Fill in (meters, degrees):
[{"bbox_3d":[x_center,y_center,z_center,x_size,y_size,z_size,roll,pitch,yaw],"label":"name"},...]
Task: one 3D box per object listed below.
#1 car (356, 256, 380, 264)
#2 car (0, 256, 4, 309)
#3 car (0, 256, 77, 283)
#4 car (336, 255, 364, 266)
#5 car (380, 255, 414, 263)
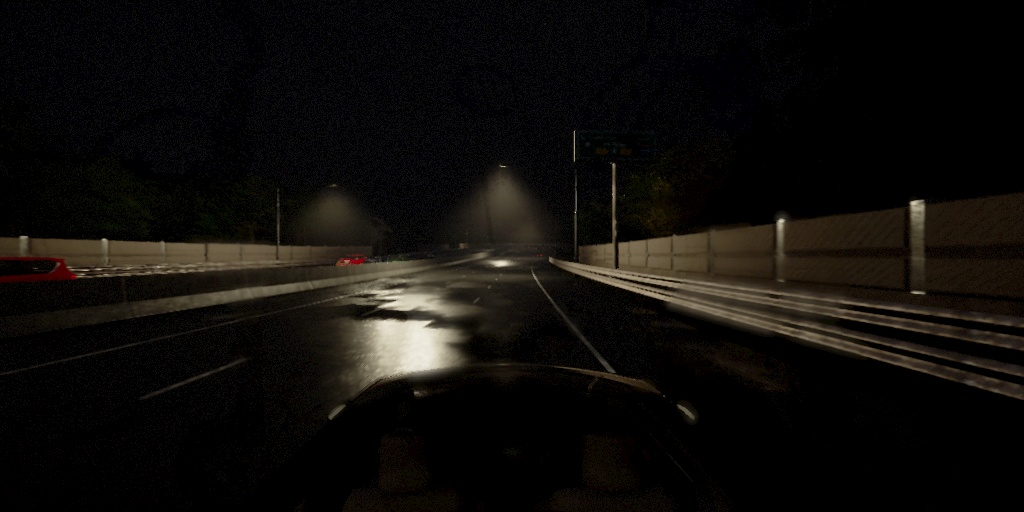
[{"bbox_3d":[-19.988,1.112,51.916,2.128,1.511,4.902,0,1,3],"label":"car"},{"bbox_3d":[-21.053,1.023,11.309,2.150,2.045,5.566,0,0,0],"label":"car"},{"bbox_3d":[-17.554,1.026,11.229,2.150,2.045,5.566,0,0,0],"label":"car"},{"bbox_3d":[-23.443,0.831,52.630,2.150,2.045,5.566,0,1,3],"label":"car"},{"bbox_3d":[-16.497,0.846,51.660,2.150,2.045,5.566,0,1,3],"label":"car"}]
